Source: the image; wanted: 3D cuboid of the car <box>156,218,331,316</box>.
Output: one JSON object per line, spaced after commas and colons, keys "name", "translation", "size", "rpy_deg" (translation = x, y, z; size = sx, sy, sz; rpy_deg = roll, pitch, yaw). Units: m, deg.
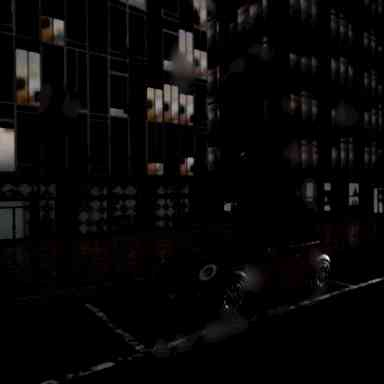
{"name": "car", "translation": [1.217, 1.433, 7.429], "size": [4.097, 1.590, 1.967], "rpy_deg": [0, 0, -35]}
